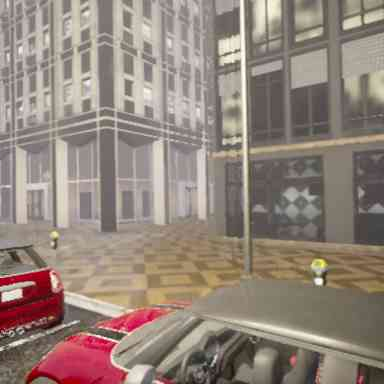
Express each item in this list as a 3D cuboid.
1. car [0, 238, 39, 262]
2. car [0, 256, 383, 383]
[{"bbox_3d":[-4.118,1.500,5.829,4.097,1.590,1.967,-1,-1,36],"label":"car"},{"bbox_3d":[0.483,1.449,2.547,4.097,1.590,1.967,-1,-1,36],"label":"car"}]
